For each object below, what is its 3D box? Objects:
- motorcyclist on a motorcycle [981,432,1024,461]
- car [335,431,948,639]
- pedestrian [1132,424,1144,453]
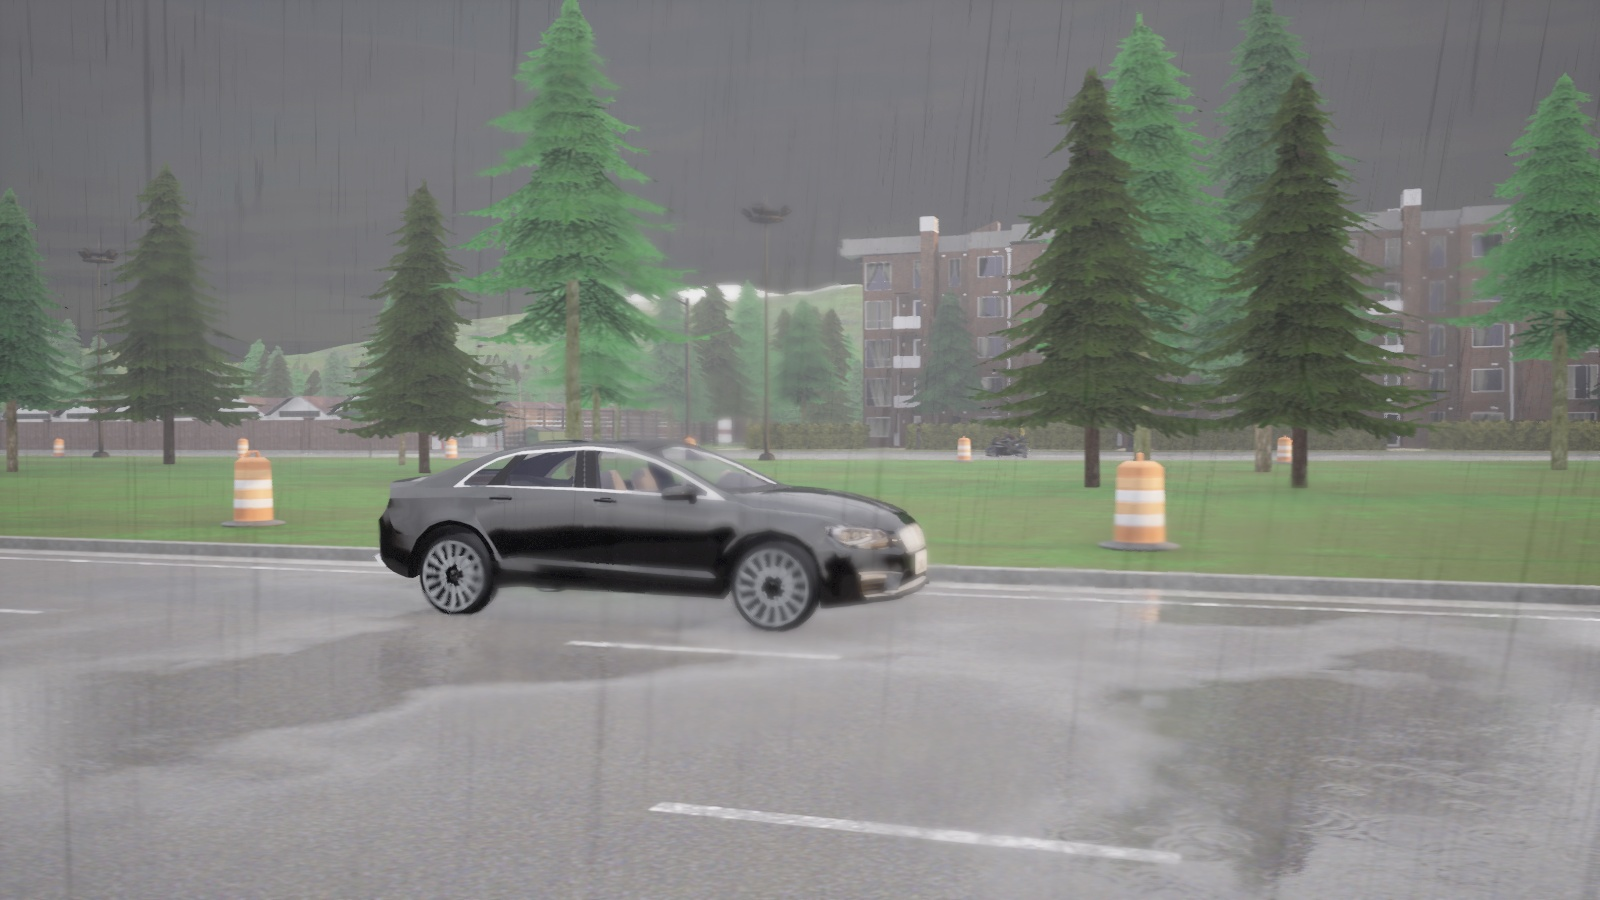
[{"bbox_3d":[10.980,-0.188,68.078,2.191,1.530,0.866,1,1,19],"label":"motorcyclist on a motorcycle"},{"bbox_3d":[-1.338,0.601,11.027,4.902,1.511,2.128,1,1,19],"label":"car"},{"bbox_3d":[21.524,-0.744,79.936,0.706,1.836,0.354,1,1,19],"label":"pedestrian"}]
